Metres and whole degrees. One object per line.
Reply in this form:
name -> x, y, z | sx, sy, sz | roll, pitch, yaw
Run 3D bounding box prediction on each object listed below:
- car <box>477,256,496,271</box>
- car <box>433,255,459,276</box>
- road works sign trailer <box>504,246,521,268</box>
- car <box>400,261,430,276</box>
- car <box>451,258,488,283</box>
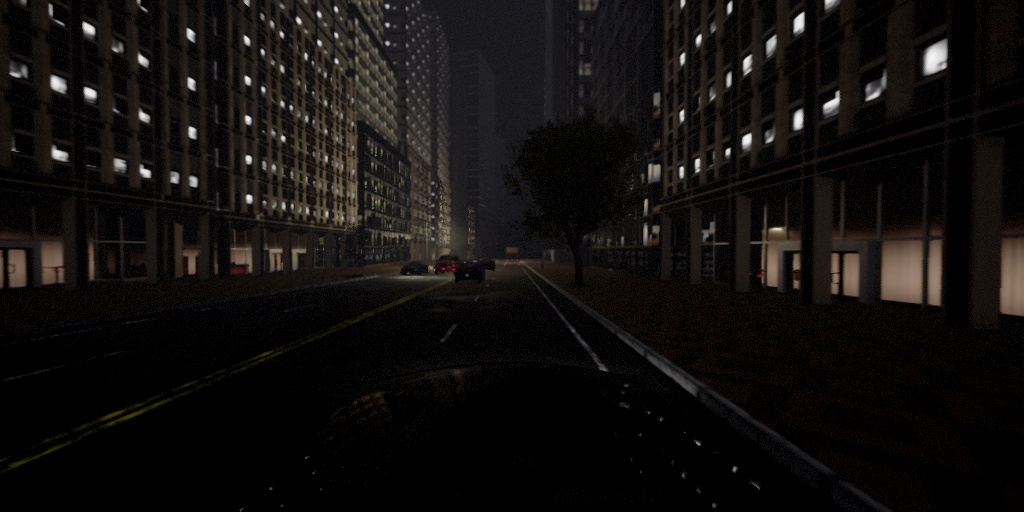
car -> -3.133, 1.145, 46.460 | 1.882, 1.535, 5.008 | 0, 0, 0
car -> -6.580, 0.909, 37.219 | 2.150, 2.045, 5.566 | 0, 0, 0
road works sign trailer -> 0.026, 0.106, 59.537 | 2.380, 3.560, 2.880 | 0, 0, 1
car -> -9.834, 1.234, 36.680 | 2.033, 1.411, 5.357 | 0, 0, 0
car -> -3.142, 1.179, 27.507 | 1.882, 1.535, 5.008 | 0, 0, 0
